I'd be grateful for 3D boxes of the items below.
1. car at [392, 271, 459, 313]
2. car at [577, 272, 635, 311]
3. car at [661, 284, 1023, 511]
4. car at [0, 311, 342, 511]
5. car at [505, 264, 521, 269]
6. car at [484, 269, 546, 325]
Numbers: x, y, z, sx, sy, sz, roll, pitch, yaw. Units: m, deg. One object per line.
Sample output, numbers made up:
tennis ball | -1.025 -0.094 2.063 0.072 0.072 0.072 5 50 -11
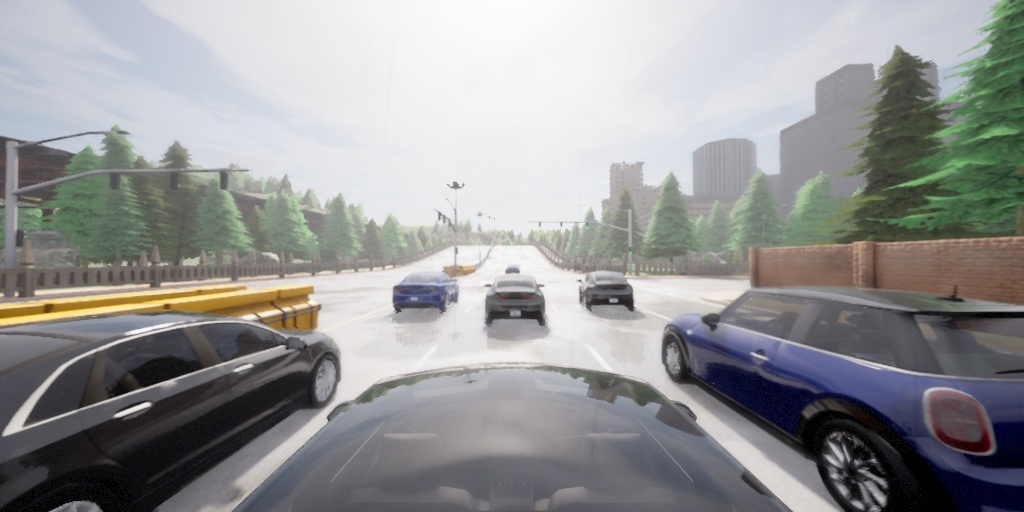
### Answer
car | -3.400 1.376 14.931 1.882 1.535 5.008 0 -1 0
car | 3.970 1.409 15.508 1.837 1.490 4.892 -1 -1 6
car | 3.601 1.132 4.324 2.097 1.767 4.553 0 -1 0
car | -3.399 1.273 3.333 1.837 1.490 4.892 0 -1 0
car | 0.086 1.756 44.729 1.812 1.442 4.674 0 0 0
car | 0.098 1.375 12.386 1.837 1.490 4.892 0 -1 0
